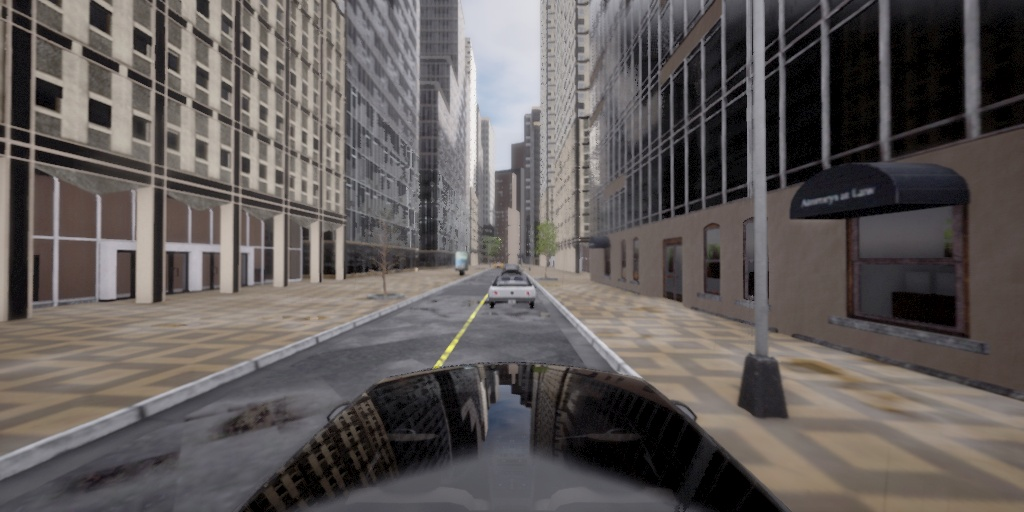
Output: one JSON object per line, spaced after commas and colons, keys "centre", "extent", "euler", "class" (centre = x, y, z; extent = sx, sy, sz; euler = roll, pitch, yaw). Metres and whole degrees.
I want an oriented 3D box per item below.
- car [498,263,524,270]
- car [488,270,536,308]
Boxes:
{"centre": [0.015, 1.552, 31.156], "extent": [1.837, 1.490, 4.892], "euler": [0, 0, 0], "class": "car"}
{"centre": [0.007, 1.485, 15.958], "extent": [1.895, 1.301, 4.718], "euler": [0, -1, 0], "class": "car"}
